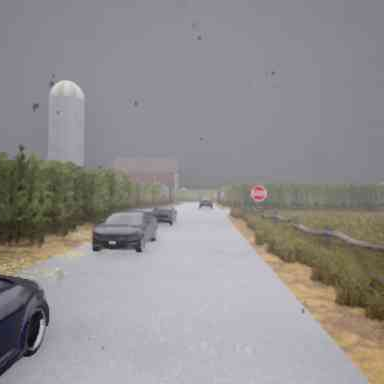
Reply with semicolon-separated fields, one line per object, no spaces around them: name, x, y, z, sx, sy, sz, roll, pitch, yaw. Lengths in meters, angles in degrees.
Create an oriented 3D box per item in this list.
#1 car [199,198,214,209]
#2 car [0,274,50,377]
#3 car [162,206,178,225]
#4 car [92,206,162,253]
car;1.944;1.578;46.593;1.837;1.490;4.892;1;-1;2
car;-3.129;1.543;3.262;1.994;1.385;4.181;1;0;1
car;-2.157;1.698;24.571;1.895;1.301;4.718;1;0;2
car;-2.666;1.516;14.108;1.882;1.535;5.008;1;0;3
